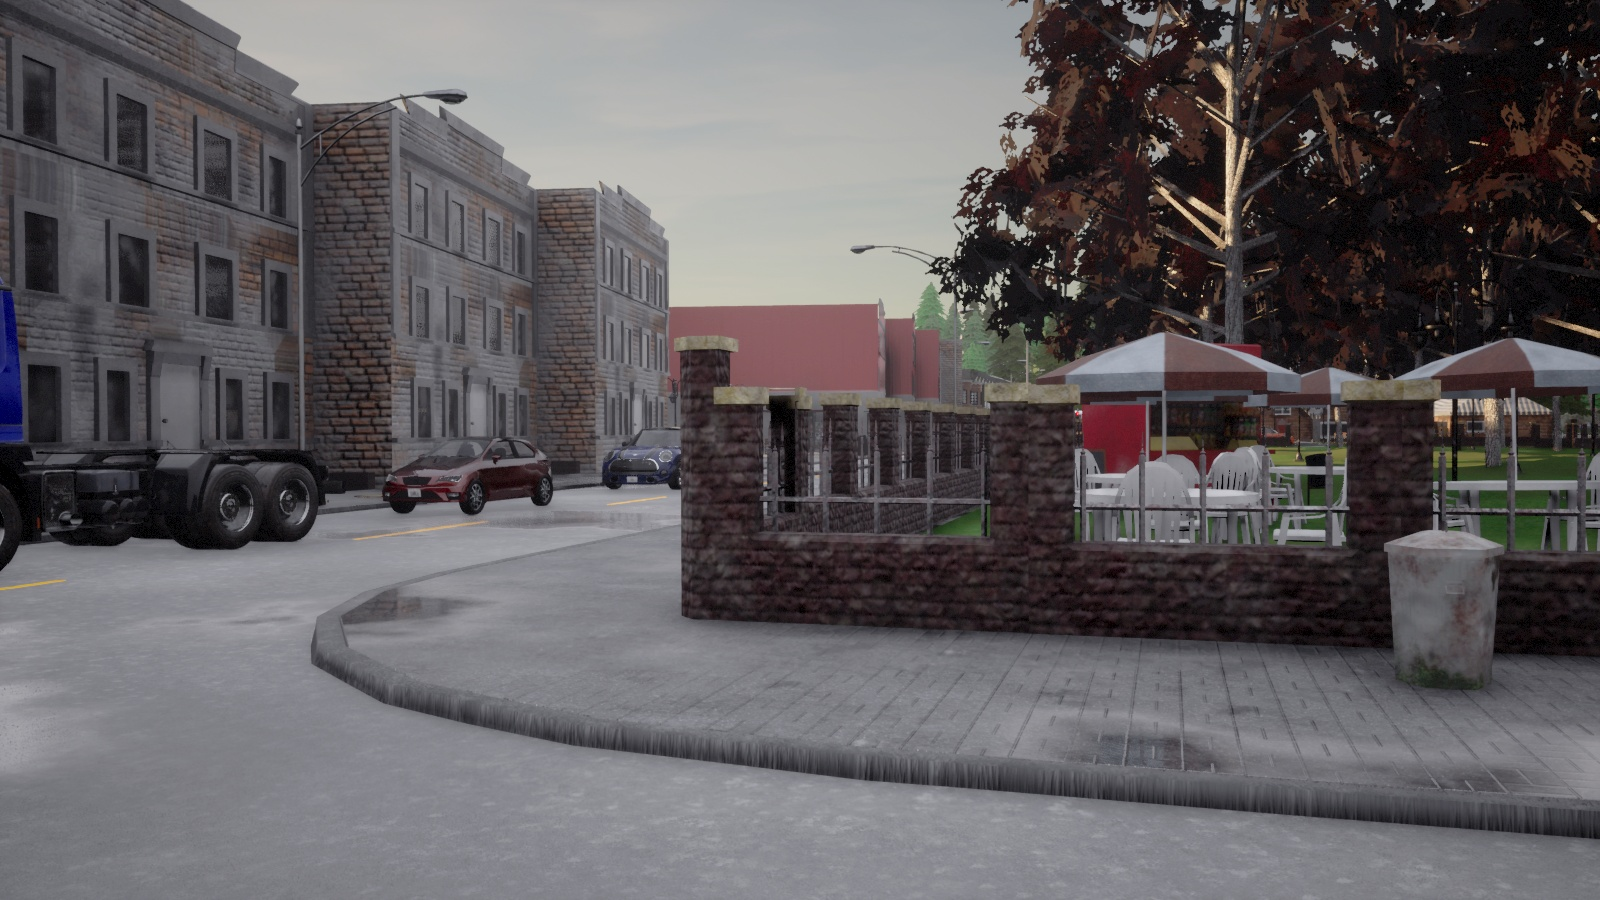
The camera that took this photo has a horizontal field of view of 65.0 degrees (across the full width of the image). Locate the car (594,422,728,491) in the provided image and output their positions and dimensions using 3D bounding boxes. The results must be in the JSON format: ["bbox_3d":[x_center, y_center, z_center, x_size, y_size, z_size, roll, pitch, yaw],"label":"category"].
[{"bbox_3d":[-3.740,0.116,34.691,2.097,1.767,4.553,0,1,16],"label":"car"}]

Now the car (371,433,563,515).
[{"bbox_3d":[-6.526,0.413,25.123,1.816,1.474,4.193,0,1,16],"label":"car"}]

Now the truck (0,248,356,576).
[{"bbox_3d":[-9.261,-0.441,15.699,2.891,3.462,7.936,0,1,16],"label":"truck"}]
